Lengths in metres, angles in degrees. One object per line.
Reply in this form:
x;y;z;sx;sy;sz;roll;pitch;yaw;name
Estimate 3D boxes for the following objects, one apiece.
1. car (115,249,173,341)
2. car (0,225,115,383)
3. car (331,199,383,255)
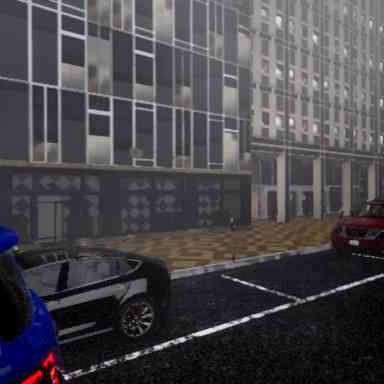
-2.316;1.557;4.903;4.313;1.339;1.947;-1;1;-36;car
-3.308;1.244;1.019;5.566;2.045;2.150;-1;0;-36;car
6.944;1.192;11.509;5.009;1.841;2.192;-1;1;-36;car
